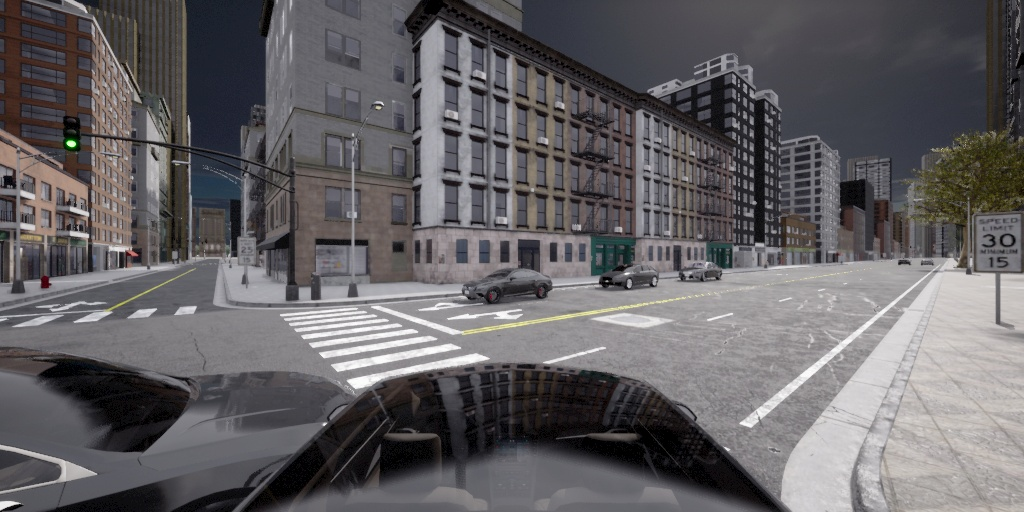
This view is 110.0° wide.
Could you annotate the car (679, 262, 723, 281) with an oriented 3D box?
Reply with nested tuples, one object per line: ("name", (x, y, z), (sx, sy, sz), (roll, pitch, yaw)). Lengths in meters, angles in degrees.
("car", (15.538, 1.235, 29.467), (4.902, 1.511, 2.128), (0, 0, -39))

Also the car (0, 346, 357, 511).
("car", (-3.229, 1.257, 1.721), (4.892, 1.490, 1.837), (0, 0, -35))

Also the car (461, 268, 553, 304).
("car", (-0.109, 1.286, 16.706), (4.674, 1.442, 1.812), (0, 0, -39))

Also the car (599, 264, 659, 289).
("car", (7.556, 1.258, 22.963), (4.892, 1.490, 1.837), (0, 0, -39))
